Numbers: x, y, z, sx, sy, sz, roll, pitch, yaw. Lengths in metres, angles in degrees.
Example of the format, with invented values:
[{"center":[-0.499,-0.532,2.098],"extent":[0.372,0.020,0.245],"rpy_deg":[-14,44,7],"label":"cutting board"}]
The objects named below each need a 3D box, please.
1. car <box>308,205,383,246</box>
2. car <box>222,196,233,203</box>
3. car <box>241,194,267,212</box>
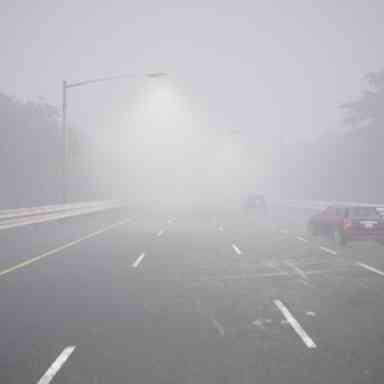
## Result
[{"center":[7.006,1.353,15.296],"extent":[2.097,1.767,4.553],"rpy_deg":[0,0,0],"label":"car"},{"center":[7.217,1.445,67.610],"extent":[1.882,1.535,5.008],"rpy_deg":[0,0,0],"label":"car"},{"center":[7.065,1.218,38.322],"extent":[2.150,2.045,5.566],"rpy_deg":[0,0,0],"label":"car"}]
